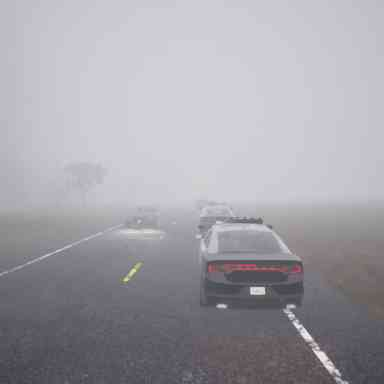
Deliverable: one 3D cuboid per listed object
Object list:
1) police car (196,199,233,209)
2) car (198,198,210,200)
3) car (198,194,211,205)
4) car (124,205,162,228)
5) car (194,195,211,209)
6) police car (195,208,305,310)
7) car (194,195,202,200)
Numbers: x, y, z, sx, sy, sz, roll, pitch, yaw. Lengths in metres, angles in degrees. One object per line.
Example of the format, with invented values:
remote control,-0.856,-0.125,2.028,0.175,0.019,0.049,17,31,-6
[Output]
police car,1.313,1.425,18.034,1.930,1.638,5.238,0,0,1
car,1.489,1.455,24.092,1.801,1.575,5.366,0,0,2
car,2.350,1.335,60.004,2.097,1.767,4.553,0,0,4
car,-3.100,1.564,21.835,1.994,1.385,4.181,0,0,2
car,1.456,1.497,45.924,1.837,1.490,4.892,0,0,4
police car,1.118,1.425,8.070,1.930,1.638,5.238,0,0,1
car,1.739,1.480,90.321,1.812,1.442,4.674,0,0,6
